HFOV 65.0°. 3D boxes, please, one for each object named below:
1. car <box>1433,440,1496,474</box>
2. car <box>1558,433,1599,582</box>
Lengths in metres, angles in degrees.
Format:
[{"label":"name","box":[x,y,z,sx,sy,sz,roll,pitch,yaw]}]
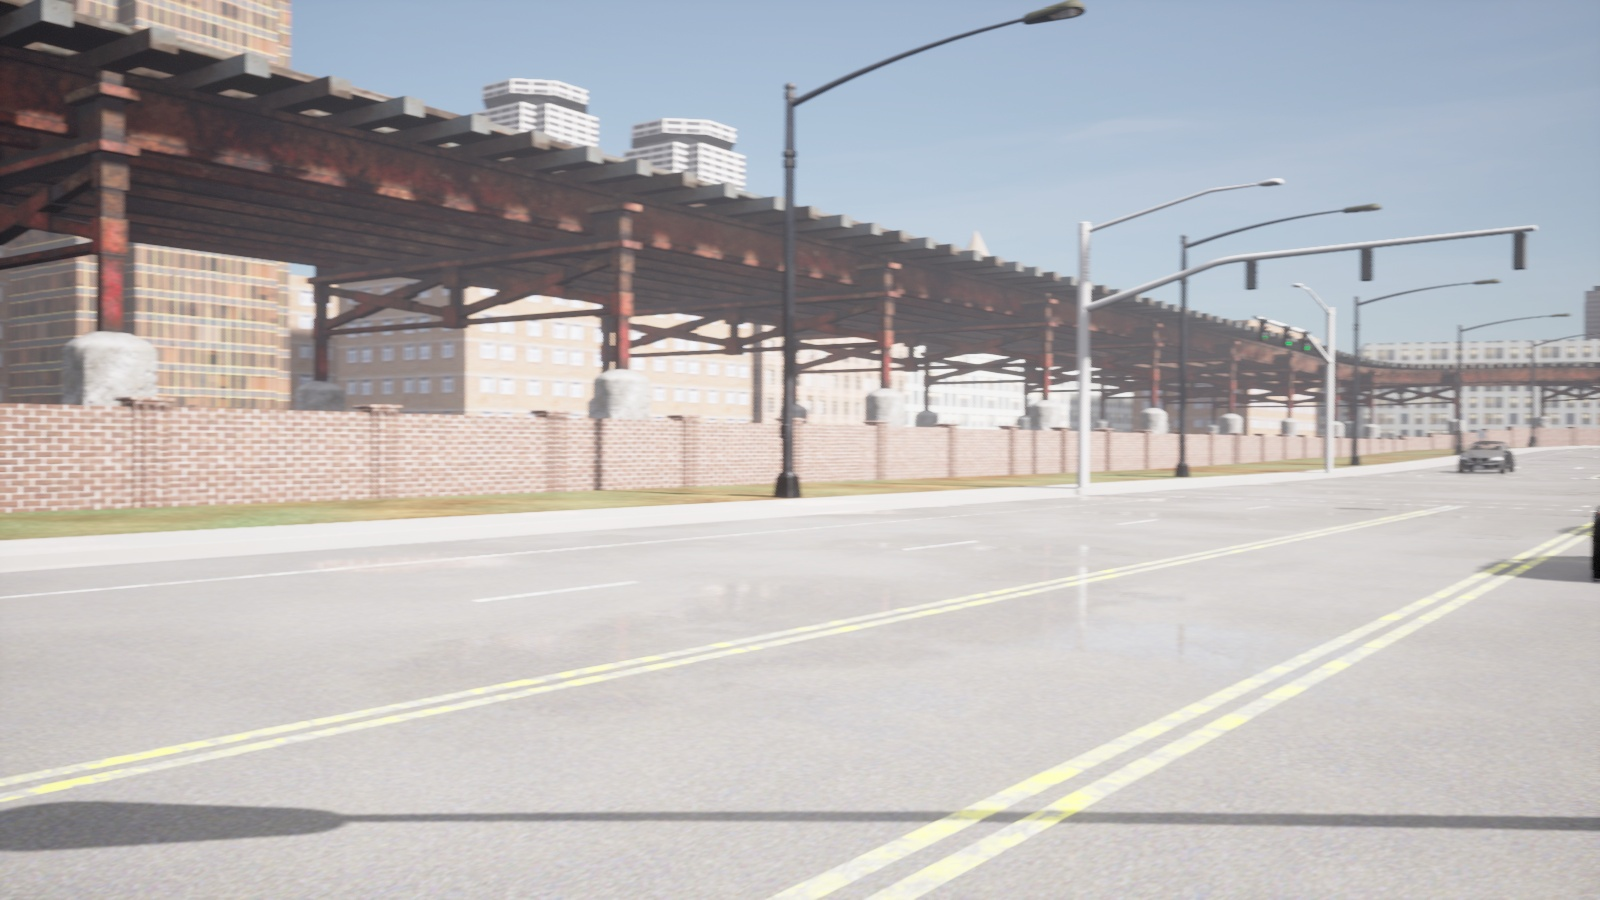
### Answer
[{"label":"car","box":[35.048,0.333,66.149,2.242,1.667,4.611,1,1,37]},{"label":"car","box":[10.340,0.634,14.980,1.851,1.617,3.988,1,0,36]}]
